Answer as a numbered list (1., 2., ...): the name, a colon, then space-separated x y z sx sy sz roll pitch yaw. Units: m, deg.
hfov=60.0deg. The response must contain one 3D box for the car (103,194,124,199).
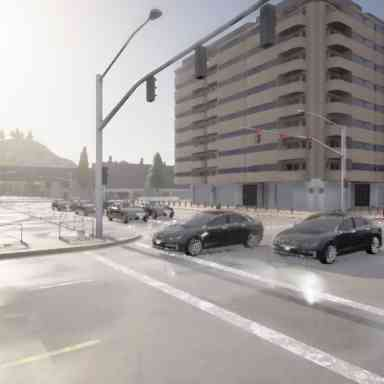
1. car: -9.095 1.277 37.551 2.150 2.045 5.566 0 0 -35

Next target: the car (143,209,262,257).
1. car: 0.767 1.527 13.184 4.892 1.490 1.837 0 0 -36

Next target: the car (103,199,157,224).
1. car: -5.063 1.547 25.796 2.128 1.511 4.902 0 0 -35

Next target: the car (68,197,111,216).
1. car: -10.309 1.547 33.209 2.128 1.511 4.902 0 0 -35

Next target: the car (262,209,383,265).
1. car: 4.966 1.528 11.909 4.892 1.490 1.837 0 0 -36

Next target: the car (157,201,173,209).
1. car: -3.395 1.547 29.499 2.128 1.511 4.902 0 0 -35

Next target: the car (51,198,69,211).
1. car: -16.115 1.547 41.424 2.128 1.511 4.902 0 0 -35

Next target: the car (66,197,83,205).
1. car: -22.008 1.619 62.189 1.994 1.385 4.181 0 0 -35
